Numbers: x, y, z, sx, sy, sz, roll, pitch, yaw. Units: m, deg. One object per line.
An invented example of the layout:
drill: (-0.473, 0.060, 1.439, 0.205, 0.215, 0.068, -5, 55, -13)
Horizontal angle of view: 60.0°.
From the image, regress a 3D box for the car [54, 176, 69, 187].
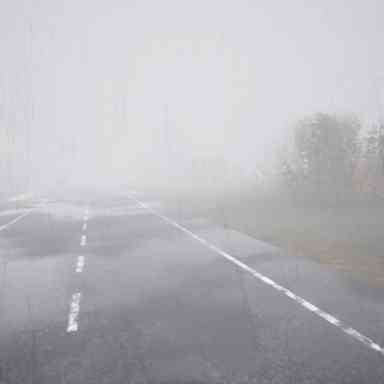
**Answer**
car: (-25.225, -2.127, 64.392, 2.150, 2.045, 5.566, -4, 4, -16)
